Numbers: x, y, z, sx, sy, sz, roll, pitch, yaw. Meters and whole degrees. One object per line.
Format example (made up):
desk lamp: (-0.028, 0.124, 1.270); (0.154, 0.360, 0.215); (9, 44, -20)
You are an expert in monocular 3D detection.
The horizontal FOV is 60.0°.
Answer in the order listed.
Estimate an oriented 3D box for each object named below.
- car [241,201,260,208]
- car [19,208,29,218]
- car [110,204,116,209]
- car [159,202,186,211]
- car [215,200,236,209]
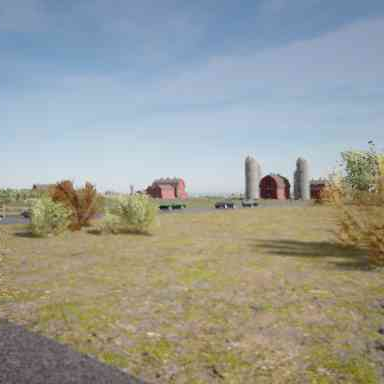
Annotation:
car: (11.360, 2.316, 64.400); (1.895, 1.301, 4.718); (-1, -1, 36)
car: (-14.982, 1.847, 33.972); (1.837, 1.490, 4.892); (-1, -1, 36)
car: (-9.038, 1.946, 42.223); (2.128, 1.511, 4.902); (-1, -1, 36)
car: (-3.010, 2.168, 50.581); (1.895, 1.301, 4.718); (-1, -1, 36)
car: (5.671, 2.111, 56.430); (1.837, 1.490, 4.892); (-1, -1, 36)
